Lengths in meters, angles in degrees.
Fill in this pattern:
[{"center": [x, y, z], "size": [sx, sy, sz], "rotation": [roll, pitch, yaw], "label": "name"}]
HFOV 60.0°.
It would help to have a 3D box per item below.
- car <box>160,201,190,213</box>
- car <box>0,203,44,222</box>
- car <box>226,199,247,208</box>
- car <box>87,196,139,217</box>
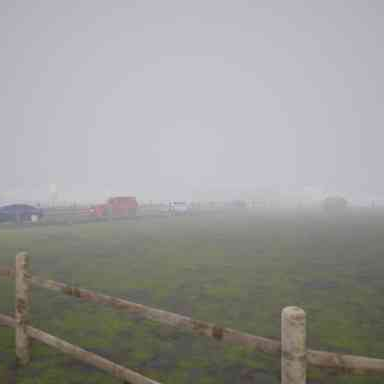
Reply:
[{"center": [-2.045, 1.837, 41.932], "size": [1.812, 1.442, 4.674], "rotation": [0, 0, 36], "label": "car"}, {"center": [-13.990, 1.609, 25.503], "size": [1.882, 1.535, 5.008], "rotation": [0, 0, 35], "label": "car"}, {"center": [7.386, 1.980, 54.734], "size": [2.128, 1.511, 4.902], "rotation": [0, 0, 36], "label": "car"}, {"center": [-7.884, 1.443, 33.935], "size": [2.150, 2.045, 5.566], "rotation": [0, 0, 36], "label": "car"}]
